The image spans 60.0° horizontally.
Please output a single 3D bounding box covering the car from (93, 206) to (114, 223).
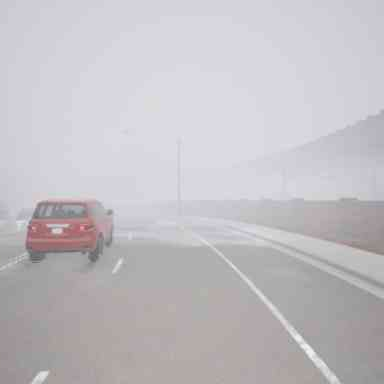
[{"bbox_3d":[-8.354,2.043,31.245,1.812,1.442,4.674,0,-2,-16],"label":"car"}]

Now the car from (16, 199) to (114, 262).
[{"bbox_3d":[-4.297,1.274,12.486,2.150,2.045,5.566,0,-1,-7],"label":"car"}]

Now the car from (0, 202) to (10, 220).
[{"bbox_3d":[-21.920,2.125,37.338,2.150,2.045,5.566,0,-3,-23],"label":"car"}]
